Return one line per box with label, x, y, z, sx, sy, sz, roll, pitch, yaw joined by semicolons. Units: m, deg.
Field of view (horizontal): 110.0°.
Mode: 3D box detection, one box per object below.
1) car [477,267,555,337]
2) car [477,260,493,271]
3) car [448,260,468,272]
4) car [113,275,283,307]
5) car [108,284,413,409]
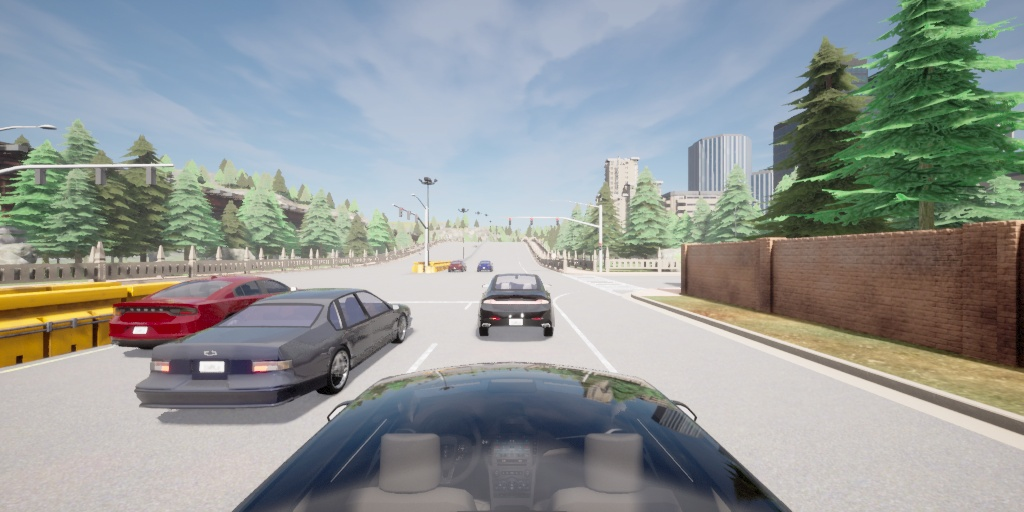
car;0.132;1.242;10.310;2.128;1.511;4.902;0;0;1
car;-3.384;1.276;45.755;1.812;1.442;4.674;0;0;0
car;-6.880;1.276;45.359;1.812;1.442;4.674;0;0;0
car;-6.897;1.228;9.129;1.882;1.535;5.008;0;0;0
car;-3.397;1.297;6.565;2.033;1.411;5.357;0;0;0
